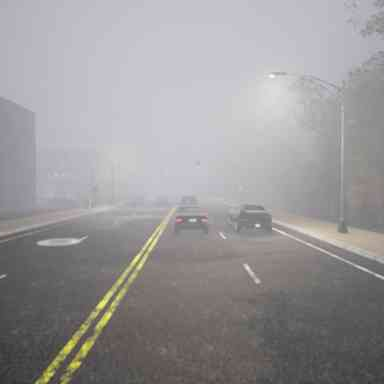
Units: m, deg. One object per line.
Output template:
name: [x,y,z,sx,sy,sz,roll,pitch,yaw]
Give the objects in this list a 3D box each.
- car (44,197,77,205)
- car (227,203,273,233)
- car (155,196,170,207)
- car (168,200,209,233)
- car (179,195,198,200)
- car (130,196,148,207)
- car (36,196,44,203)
car: [-20.697,1.440,53.072,4.313,1.339,1.947,-1,2,-1]
car: [3.173,1.369,18.685,1.837,1.490,4.892,0,0,-1]
car: [-3.853,1.230,44.310,2.033,1.411,5.357,0,0,-1]
car: [-0.070,1.413,18.573,2.033,1.411,5.357,0,0,-1]
car: [-0.367,1.090,36.474,2.097,1.767,4.553,0,0,-1]
car: [-7.111,1.292,45.234,2.033,1.411,5.357,0,0,-1]
car: [-29.170,1.378,61.445,4.403,1.369,2.008,-1,2,-1]
